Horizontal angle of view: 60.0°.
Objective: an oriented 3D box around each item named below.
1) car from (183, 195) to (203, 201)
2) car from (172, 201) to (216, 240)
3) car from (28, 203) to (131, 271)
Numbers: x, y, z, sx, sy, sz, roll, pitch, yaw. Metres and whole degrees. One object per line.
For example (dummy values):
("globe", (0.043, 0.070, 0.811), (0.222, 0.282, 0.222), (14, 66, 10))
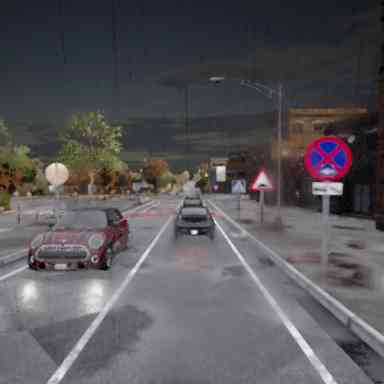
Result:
("car", (0.099, 1.069, 33.231), (2.128, 1.511, 4.902), (0, -2, 0))
("car", (0.099, 1.400, 16.325), (1.837, 1.490, 4.892), (0, 1, 0))
("car", (-3.350, 1.297, 10.754), (2.097, 1.767, 4.553), (0, 0, 0))
